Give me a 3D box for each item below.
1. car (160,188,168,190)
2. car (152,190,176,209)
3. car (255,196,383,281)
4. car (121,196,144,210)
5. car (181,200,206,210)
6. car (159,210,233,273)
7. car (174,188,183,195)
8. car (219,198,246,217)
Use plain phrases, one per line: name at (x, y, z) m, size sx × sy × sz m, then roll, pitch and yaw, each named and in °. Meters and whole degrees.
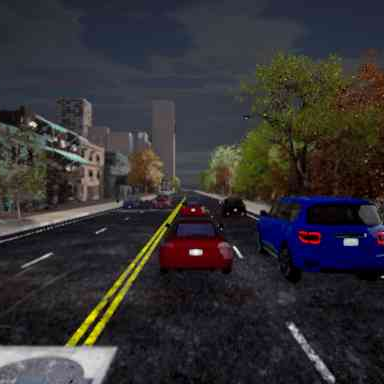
car at (-6.538, 0.111, 78.314) m, size 2.150 × 2.045 × 5.566 m, roll 0°, pitch 1°, yaw -1°
car at (-3.344, 0.995, 38.260) m, size 2.097 × 1.767 × 4.553 m, roll 0°, pitch 1°, yaw 0°
car at (3.349, 1.130, 9.692) m, size 2.150 × 2.045 × 5.566 m, roll 0°, pitch 0°, yaw 0°
car at (-6.599, 1.195, 37.805) m, size 2.033 × 1.411 × 5.357 m, roll 0°, pitch 1°, yaw 0°
car at (0.098, 1.311, 27.117) m, size 1.994 × 1.385 × 4.181 m, roll 0°, pitch 1°, yaw 0°
car at (0.099, 1.467, 10.372) m, size 1.994 × 1.385 × 4.181 m, roll 0°, pitch 1°, yaw 0°
car at (-3.293, 0.106, 78.771) m, size 2.150 × 2.045 × 5.566 m, roll 0°, pitch 1°, yaw -1°
car at (3.347, 1.217, 28.038) m, size 1.882 × 1.535 × 5.008 m, roll 0°, pitch 1°, yaw 0°
